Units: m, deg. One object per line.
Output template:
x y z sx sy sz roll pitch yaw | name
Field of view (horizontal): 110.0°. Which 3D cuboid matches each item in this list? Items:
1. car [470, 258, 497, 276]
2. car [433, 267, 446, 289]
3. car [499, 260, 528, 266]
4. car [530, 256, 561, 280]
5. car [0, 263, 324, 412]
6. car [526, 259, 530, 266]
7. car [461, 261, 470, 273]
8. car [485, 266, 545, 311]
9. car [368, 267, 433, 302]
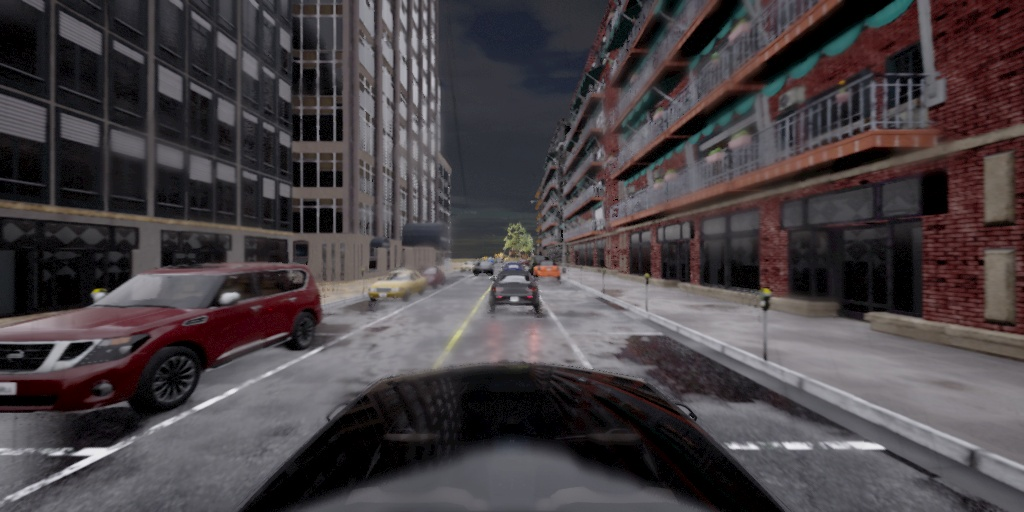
-2.836 1.233 37.071 1.882 1.535 5.008 0 0 0 | car
-5.310 1.336 22.857 1.802 1.307 4.207 0 0 0 | car
0.102 1.281 29.699 1.812 1.442 4.674 0 0 0 | car
2.994 1.108 31.140 2.097 1.767 4.553 0 0 0 | car
-5.314 1.066 6.258 2.192 1.841 5.009 0 0 0 | car
2.989 0.984 38.200 2.150 2.045 5.566 0 0 0 | car
-5.306 1.281 44.819 1.751 1.417 4.829 0 0 0 | car
0.108 1.279 14.277 1.812 1.442 4.674 0 0 0 | car
-5.311 1.279 17.154 1.751 1.417 4.829 0 0 0 | car
